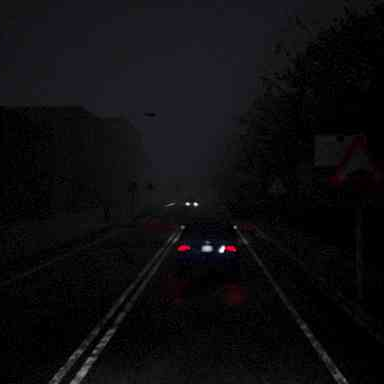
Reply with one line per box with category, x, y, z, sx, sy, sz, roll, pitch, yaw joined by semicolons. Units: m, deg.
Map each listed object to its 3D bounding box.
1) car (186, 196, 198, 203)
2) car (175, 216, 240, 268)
car;0.018;1.314;60.584;1.895;1.301;4.718;0;0;4
car;0.548;1.494;11.081;2.033;1.411;5.357;0;0;4
